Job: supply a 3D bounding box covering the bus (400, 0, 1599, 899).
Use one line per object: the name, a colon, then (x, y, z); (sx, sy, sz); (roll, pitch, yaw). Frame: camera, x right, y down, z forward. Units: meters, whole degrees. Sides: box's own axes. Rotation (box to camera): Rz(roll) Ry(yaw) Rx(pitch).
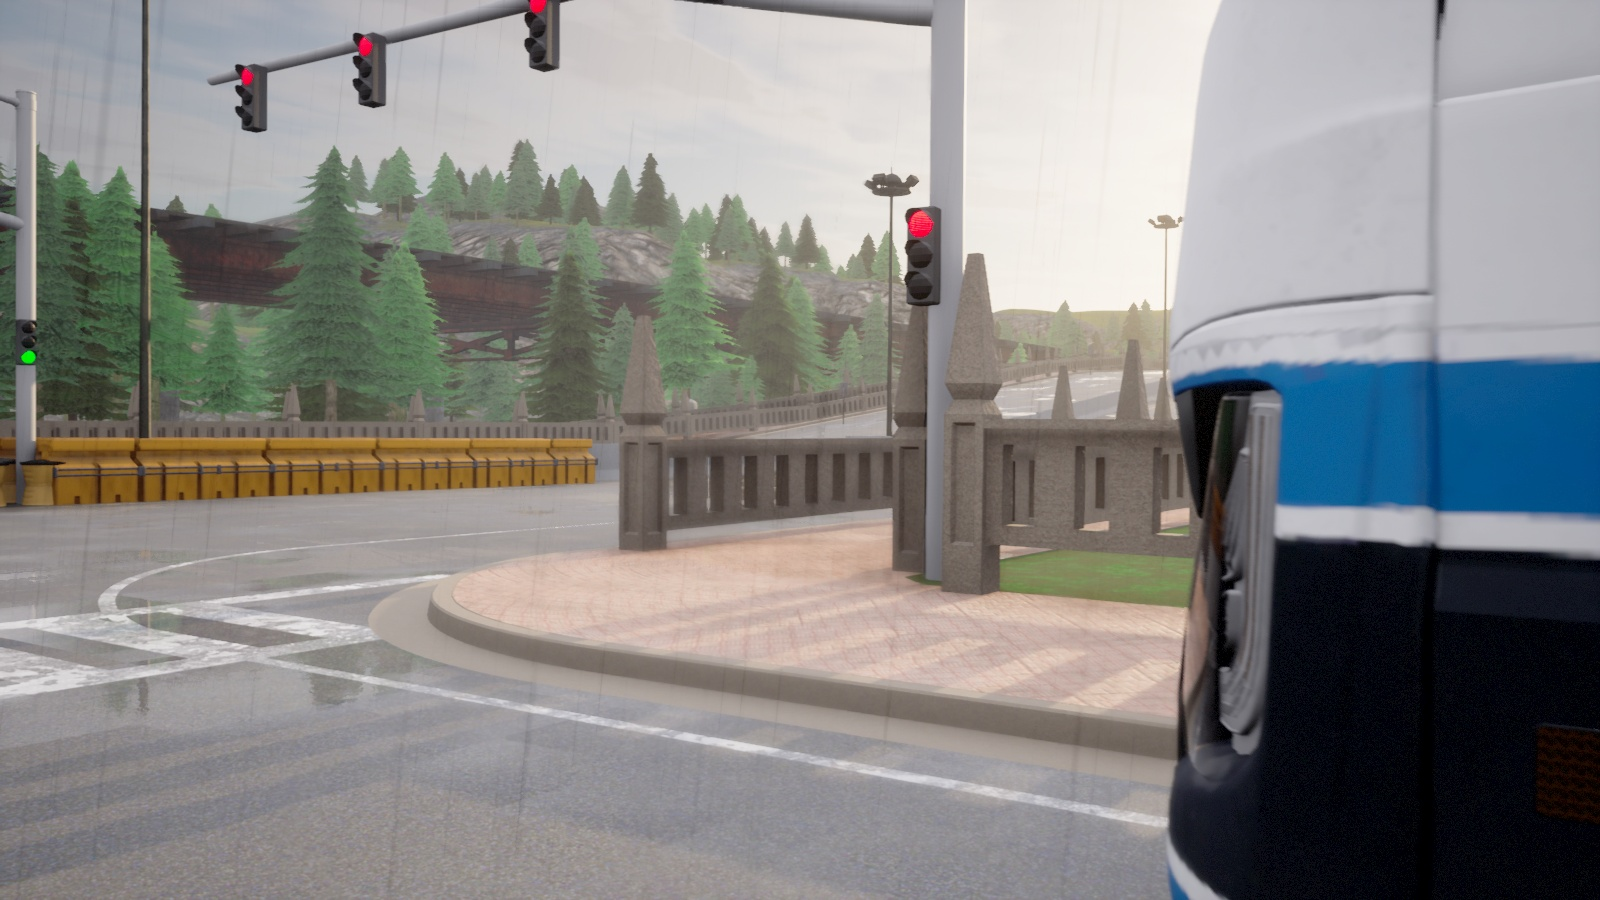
bus: (4.871, -0.697, 0.360); (10.273, 4.253, 3.944); (0, 1, 34)
